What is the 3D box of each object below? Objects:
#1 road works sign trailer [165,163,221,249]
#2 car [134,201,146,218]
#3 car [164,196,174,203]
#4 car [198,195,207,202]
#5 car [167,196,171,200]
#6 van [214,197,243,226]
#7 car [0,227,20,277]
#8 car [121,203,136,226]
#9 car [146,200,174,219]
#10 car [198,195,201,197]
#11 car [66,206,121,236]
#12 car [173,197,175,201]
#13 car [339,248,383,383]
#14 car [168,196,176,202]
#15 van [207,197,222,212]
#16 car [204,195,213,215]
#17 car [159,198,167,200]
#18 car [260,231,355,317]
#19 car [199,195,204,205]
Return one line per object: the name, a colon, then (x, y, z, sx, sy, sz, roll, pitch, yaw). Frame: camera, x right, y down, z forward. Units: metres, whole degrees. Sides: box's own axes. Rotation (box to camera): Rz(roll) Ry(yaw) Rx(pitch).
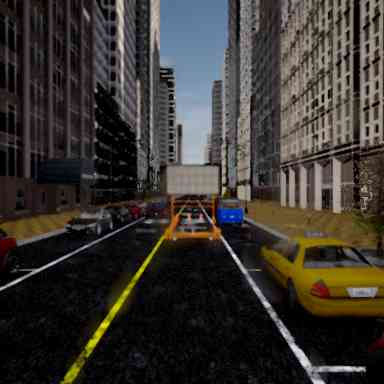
road works sign trailer: (0.042, 0.533, 14.840, 2.380, 3.560, 2.880, 0, 0, 0)
car: (-5.648, 1.683, 30.148, 1.887, 1.381, 4.507, -1, 0, 0)
car: (-5.563, 1.810, 81.300, 1.967, 1.590, 4.097, -1, 0, 0)
car: (2.835, 1.735, 92.655, 2.192, 1.841, 5.009, -1, 0, 0)
car: (-5.591, 1.844, 64.249, 2.008, 1.369, 4.403, -1, 0, 0)
van: (2.721, 1.453, 24.451, 1.690, 1.788, 3.998, -1, 0, 0)
car: (-5.687, 1.475, 7.414, 1.967, 1.590, 4.097, -1, 0, 0)
car: (-5.657, 1.679, 24.464, 1.947, 1.339, 4.313, -1, 0, 0)
car: (-3.048, 1.704, 30.533, 1.994, 1.385, 4.181, 0, 0, 0)
car: (2.825, 1.709, 86.971, 2.192, 1.841, 5.009, -1, 0, 0)
car: (-5.667, 1.638, 18.781, 2.008, 1.369, 4.403, -1, 0, 0)
car: (-5.572, 1.926, 75.616, 1.802, 1.307, 4.206, -1, 0, 0)
car: (2.684, 1.448, 1.717, 1.967, 1.590, 4.097, -1, 0, 0)
car: (-5.544, 1.945, 92.497, 1.752, 1.417, 4.829, -1, 0, 0)
van: (2.750, 1.531, 41.502, 1.690, 1.788, 3.998, -1, 0, 0)
car: (2.740, 1.479, 35.818, 2.192, 1.841, 5.009, -1, 0, 0)
car: (-5.610, 1.793, 52.882, 2.008, 1.369, 4.403, -1, 0, 0)
car: (2.695, 1.560, 7.569, 1.752, 1.417, 4.829, -1, 0, 0)
car: (2.790, 1.843, 64.235, 2.008, 1.369, 4.403, -1, 0, 0)
